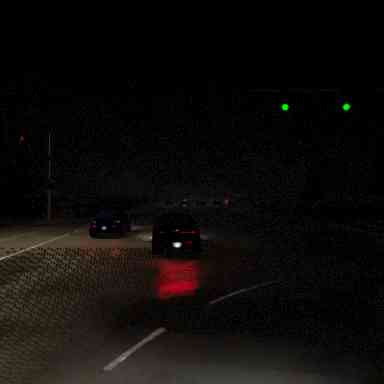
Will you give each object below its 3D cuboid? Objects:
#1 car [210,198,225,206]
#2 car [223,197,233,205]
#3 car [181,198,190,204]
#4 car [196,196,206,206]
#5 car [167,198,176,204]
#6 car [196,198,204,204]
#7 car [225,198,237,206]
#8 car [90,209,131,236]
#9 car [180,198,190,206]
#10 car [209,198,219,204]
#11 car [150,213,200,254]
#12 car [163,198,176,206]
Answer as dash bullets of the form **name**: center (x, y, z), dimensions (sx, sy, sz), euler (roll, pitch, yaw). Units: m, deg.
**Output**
- **car**: center (5.395, 2.221, 72.358), dimensions (1.882, 1.535, 5.008), euler (0, -1, 0)
- **car**: center (8.955, 2.209, 82.844), dimensions (2.097, 1.767, 4.553), euler (0, -1, 0)
- **car**: center (-1.553, 2.212, 81.568), dimensions (2.128, 1.511, 4.902), euler (0, -1, 0)
- **car**: center (1.895, 2.226, 72.378), dimensions (1.882, 1.535, 5.008), euler (0, -1, 0)
- **car**: center (-5.053, 2.244, 81.588), dimensions (1.994, 1.385, 4.181), euler (0, -1, 0)
- **car**: center (1.947, 2.159, 81.549), dimensions (1.882, 1.535, 5.008), euler (0, -1, 0)
- **car**: center (8.904, 2.301, 73.926), dimensions (2.033, 1.411, 5.357), euler (0, -1, 0)
- **car**: center (-4.772, 1.740, 19.853), dimensions (1.812, 1.442, 4.674), euler (0, -1, -3)
- **car**: center (-1.602, 2.310, 72.814), dimensions (1.994, 1.385, 4.181), euler (0, -1, 0)
- **car**: center (5.447, 2.202, 81.529), dimensions (2.128, 1.511, 4.902), euler (0, -1, 0)
- **car**: center (-0.735, 1.657, 14.349), dimensions (1.837, 1.490, 4.892), euler (0, 0, -5)
- **car**: center (-5.100, 2.121, 73.189), dimensions (2.097, 1.767, 4.553), euler (0, -1, 0)
